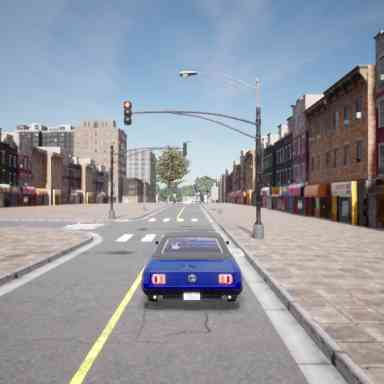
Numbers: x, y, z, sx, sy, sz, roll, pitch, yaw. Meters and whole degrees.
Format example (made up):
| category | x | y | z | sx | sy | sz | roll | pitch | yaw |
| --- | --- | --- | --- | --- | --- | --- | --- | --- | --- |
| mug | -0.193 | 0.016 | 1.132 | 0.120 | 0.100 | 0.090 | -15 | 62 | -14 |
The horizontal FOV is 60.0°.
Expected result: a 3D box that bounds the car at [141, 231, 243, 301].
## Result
| category | x | y | z | sx | sy | sz | roll | pitch | yaw |
| --- | --- | --- | --- | --- | --- | --- | --- | --- | --- |
| car | 0.009 | 1.611 | 8.267 | 1.895 | 1.301 | 4.718 | 0 | 0 | 0 |
